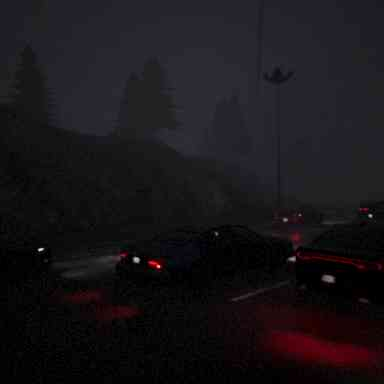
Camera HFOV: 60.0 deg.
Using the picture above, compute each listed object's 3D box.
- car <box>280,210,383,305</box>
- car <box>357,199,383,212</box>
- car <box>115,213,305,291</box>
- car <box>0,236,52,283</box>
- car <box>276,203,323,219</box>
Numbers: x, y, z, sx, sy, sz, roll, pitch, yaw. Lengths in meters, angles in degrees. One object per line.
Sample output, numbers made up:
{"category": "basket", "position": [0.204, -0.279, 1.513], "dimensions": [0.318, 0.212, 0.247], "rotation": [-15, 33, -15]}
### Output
{"category": "car", "position": [4.342, 1.415, 7.770], "dimensions": [5.008, 1.535, 1.882], "rotation": [-1, 0, -42]}
{"category": "car", "position": [13.181, 1.309, 24.226], "dimensions": [1.837, 1.490, 4.892], "rotation": [0, 0, 32]}
{"category": "car", "position": [0.643, 1.526, 9.013], "dimensions": [5.357, 1.411, 2.033], "rotation": [-1, 0, -42]}
{"category": "car", "position": [-6.102, 1.550, 8.165], "dimensions": [4.902, 1.511, 2.128], "rotation": [-1, 0, -36]}
{"category": "car", "position": [6.748, 1.411, 20.890], "dimensions": [1.812, 1.442, 4.674], "rotation": [0, 0, 37]}
